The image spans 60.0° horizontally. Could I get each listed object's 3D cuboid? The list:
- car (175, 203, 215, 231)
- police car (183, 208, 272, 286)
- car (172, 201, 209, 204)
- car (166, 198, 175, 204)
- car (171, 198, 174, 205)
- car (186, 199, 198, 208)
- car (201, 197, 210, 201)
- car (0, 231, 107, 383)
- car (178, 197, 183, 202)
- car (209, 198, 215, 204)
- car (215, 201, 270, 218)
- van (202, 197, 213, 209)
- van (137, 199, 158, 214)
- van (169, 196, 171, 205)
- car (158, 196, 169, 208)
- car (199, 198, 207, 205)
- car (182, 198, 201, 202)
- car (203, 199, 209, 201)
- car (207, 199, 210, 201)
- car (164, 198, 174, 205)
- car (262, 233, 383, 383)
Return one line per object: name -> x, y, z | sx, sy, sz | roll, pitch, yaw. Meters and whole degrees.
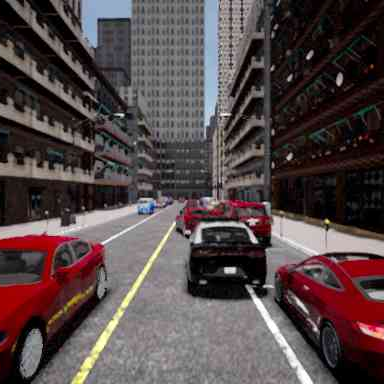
car -> 0.222, 1.633, 19.441 | 1.882, 1.535, 5.008 | 0, 0, -11
police car -> 0.823, 1.504, 9.753 | 1.930, 1.638, 5.238 | 0, 0, 0
car -> 0.274, 1.709, 25.518 | 1.837, 1.490, 4.892 | 0, 0, 15
car -> -5.334, 2.194, 83.064 | 1.887, 1.381, 4.507 | -1, 0, 0
car -> -5.335, 1.879, 71.968 | 2.192, 1.841, 5.009 | -1, 0, 0
car -> -0.007, 2.032, 59.327 | 1.994, 1.385, 4.181 | 0, 0, 0
car -> 2.549, 1.791, 44.243 | 1.967, 1.590, 4.097 | -1, 0, 0
car -> -2.851, 1.523, 5.628 | 1.882, 1.535, 5.008 | 0, 0, 0
car -> -2.760, 2.176, 88.627 | 1.882, 1.535, 5.008 | 0, -1, 0
car -> 2.551, 1.491, 22.048 | 2.192, 1.841, 5.009 | -1, 0, 0
car -> 2.551, 1.447, 16.499 | 2.192, 1.841, 5.009 | -1, 0, 0
van -> 2.547, 1.778, 55.341 | 1.690, 1.788, 3.998 | -1, 0, 0
van -> -5.331, 1.648, 38.674 | 1.690, 1.788, 3.998 | -1, 0, 0
van -> -5.334, 1.821, 60.870 | 1.690, 1.788, 3.998 | -1, 0, 0
car -> -5.332, 1.877, 55.320 | 1.967, 1.590, 4.097 | -1, 0, 0
car -> 2.547, 2.152, 77.535 | 1.887, 1.381, 4.507 | -1, 0, 0
car -> 0.004, 1.841, 45.887 | 1.882, 1.535, 5.008 | 0, 0, 0
car -> 2.551, 1.834, 38.863 | 1.752, 1.417, 4.829 | -1, 0, 0
car -> 2.551, 1.660, 27.596 | 1.967, 1.590, 4.097 | -1, 0, 0
car -> -5.333, 2.173, 77.515 | 1.947, 1.339, 4.313 | -1, 0, 0
car -> 2.556, 1.626, 5.400 | 1.802, 1.307, 4.206 | -1, 0, 0
